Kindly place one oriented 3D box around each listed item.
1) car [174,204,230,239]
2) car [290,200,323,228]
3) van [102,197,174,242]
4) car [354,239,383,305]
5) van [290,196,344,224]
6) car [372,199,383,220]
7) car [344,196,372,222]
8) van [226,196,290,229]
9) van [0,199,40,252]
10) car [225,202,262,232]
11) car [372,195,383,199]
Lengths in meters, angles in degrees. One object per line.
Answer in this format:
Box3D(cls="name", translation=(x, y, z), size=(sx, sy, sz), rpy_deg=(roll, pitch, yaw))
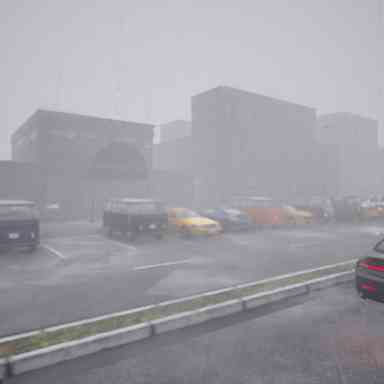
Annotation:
Box3D(cls="car", translation=(-0.585, 1.511, 17.983), size=(1.946, 1.575, 5.366), rpy_deg=(0, 0, -36))
Box3D(cls="car", translation=(6.029, 1.531, 22.955), size=(2.097, 1.535, 5.008), rpy_deg=(0, 0, -36))
Box3D(cls="van", translation=(-3.004, 1.283, 16.623), size=(1.878, 1.987, 4.442), rpy_deg=(0, 0, -36))
Box3D(cls="car", translation=(5.299, 1.510, 6.924), size=(4.892, 1.490, 1.837), rpy_deg=(0, 0, -36))
Box3D(cls="van", translation=(8.342, 1.312, 24.462), size=(1.878, 1.987, 4.442), rpy_deg=(0, 0, -36))
Box3D(cls="car", translation=(12.863, 1.550, 27.836), size=(2.097, 1.535, 5.008), rpy_deg=(0, 0, -36))
Box3D(cls="car", translation=(10.500, 1.293, 26.185), size=(2.435, 2.045, 5.566), rpy_deg=(0, 0, -36))
Box3D(cls="van", translation=(3.722, 1.299, 21.440), size=(1.878, 1.987, 4.442), rpy_deg=(0, 0, -36))
Box3D(cls="van", translation=(-7.485, 1.278, 13.412), size=(1.878, 1.987, 4.442), rpy_deg=(0, 0, -36))
Box3D(cls="car", translation=(1.550, 1.559, 19.737), size=(2.002, 1.452, 4.674), rpy_deg=(0, 0, -36))
Box3D(cls="car", translation=(15.083, 1.430, 29.471), size=(2.185, 1.767, 4.553), rpy_deg=(0, 0, -36))
